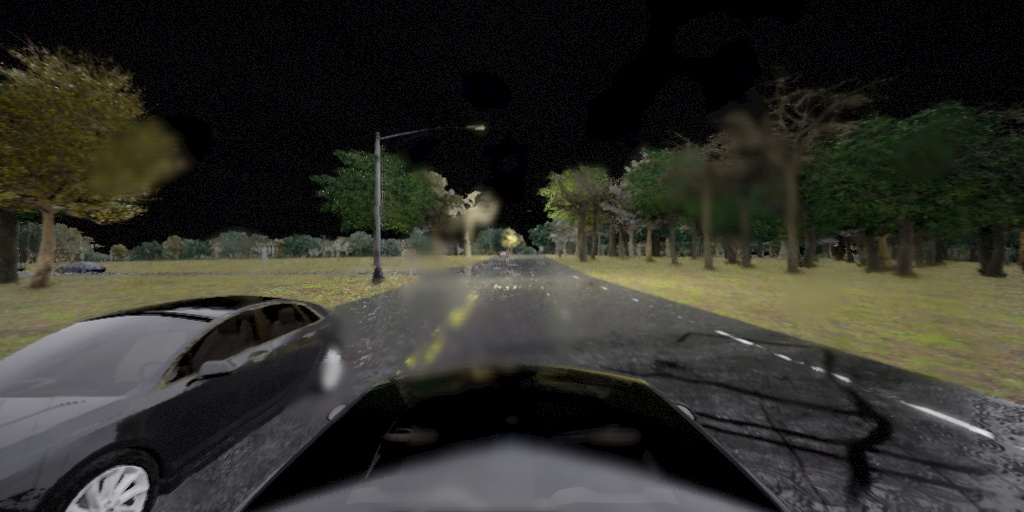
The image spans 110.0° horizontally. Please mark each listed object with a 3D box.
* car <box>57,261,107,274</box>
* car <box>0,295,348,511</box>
[{"bbox_3d":[-49.740,1.320,41.478,4.181,1.385,1.994,0,0,2],"label":"car"},{"bbox_3d":[-3.489,1.258,3.763,1.837,1.490,4.892,0,0,0],"label":"car"}]
